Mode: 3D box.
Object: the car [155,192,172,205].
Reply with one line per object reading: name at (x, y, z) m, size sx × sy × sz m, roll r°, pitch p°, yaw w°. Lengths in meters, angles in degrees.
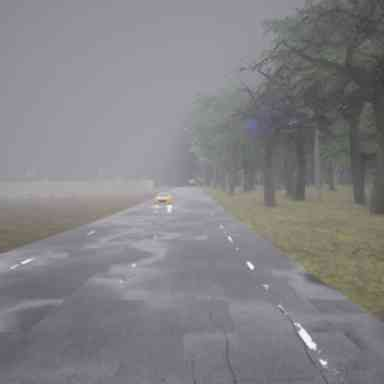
car at (-3.581, 0.787, 42.669) m, size 1.882 × 1.535 × 5.008 m, roll 0°, pitch 2°, yaw 0°
